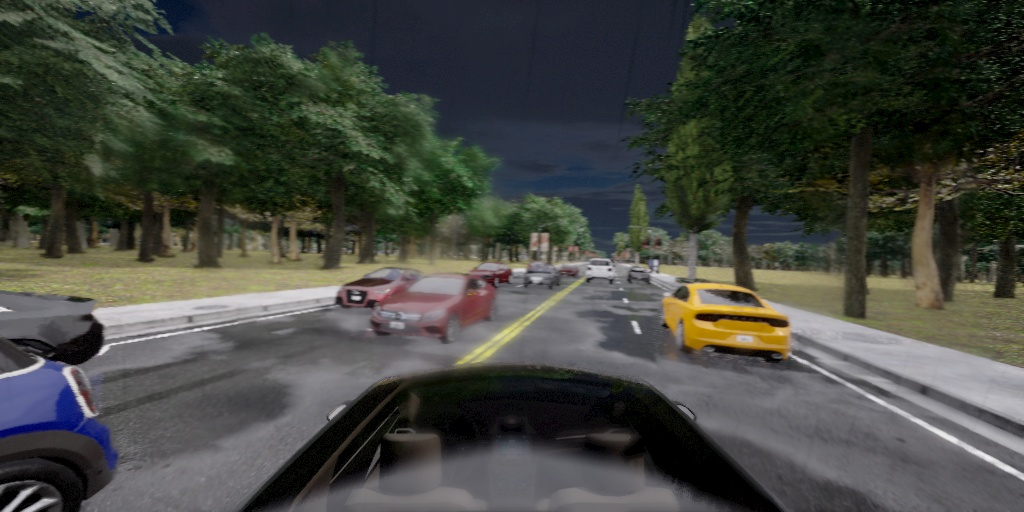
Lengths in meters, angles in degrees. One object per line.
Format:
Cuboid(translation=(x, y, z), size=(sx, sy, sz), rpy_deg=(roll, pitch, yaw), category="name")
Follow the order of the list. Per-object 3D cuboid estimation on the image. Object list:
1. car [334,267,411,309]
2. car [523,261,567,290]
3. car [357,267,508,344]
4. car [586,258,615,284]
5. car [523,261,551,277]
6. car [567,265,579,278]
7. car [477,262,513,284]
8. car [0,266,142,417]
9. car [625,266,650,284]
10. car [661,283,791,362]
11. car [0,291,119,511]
Cuboid(translation=(-4.218, 1.102, 12.803), size=(1.994, 1.385, 4.181), rpy_deg=(3, 0, 15), category="car")
Cuboid(translation=(2.072, 1.291, 23.513), size=(2.128, 1.511, 4.902), rpy_deg=(3, 0, 15), category="car")
Cuboid(translation=(-1.724, 1.182, 9.577), size=(1.812, 1.442, 4.674), rpy_deg=(3, 0, 15), category="car")
Cuboid(translation=(7.723, 1.258, 31.328), size=(2.150, 2.045, 5.566), rpy_deg=(3, 0, 15), category="car")
Cuboid(translation=(2.742, 1.296, 38.041), size=(1.882, 1.535, 5.008), rpy_deg=(3, 0, 15), category="car")
Cuboid(translation=(5.866, 1.566, 37.178), size=(1.895, 1.301, 4.718), rpy_deg=(3, 0, 15), category="car")
Cuboid(translation=(-1.339, 1.124, 23.339), size=(1.882, 1.535, 5.008), rpy_deg=(3, 0, 15), category="car")
Cuboid(translation=(-6.884, 0.932, 2.928), size=(2.128, 1.511, 4.902), rpy_deg=(3, 0, 16), category="car")
Cuboid(translation=(11.554, 1.698, 32.942), size=(2.128, 1.511, 4.902), rpy_deg=(3, 0, 15), category="car")
Cuboid(translation=(5.070, 1.438, 9.160), size=(1.882, 1.535, 5.008), rpy_deg=(3, 0, 16), category="car")
Cuboid(translation=(-4.150, 0.918, 0.608), size=(2.097, 1.767, 4.553), rpy_deg=(3, 0, 15), category="car")
